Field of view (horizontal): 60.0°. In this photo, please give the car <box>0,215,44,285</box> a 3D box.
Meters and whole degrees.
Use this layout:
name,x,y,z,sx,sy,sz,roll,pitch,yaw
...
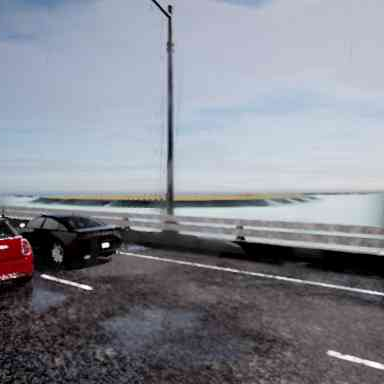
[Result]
name,x,y,z,sx,sy,sz,roll,pitch,yaw
car,-5.965,1.337,8.252,4.553,1.767,2.097,0,0,36

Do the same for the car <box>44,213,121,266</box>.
name,x,y,z,sx,sy,sz,roll,pitch,yaw
car,-4.650,1.462,11.619,5.008,1.535,1.882,0,0,36
